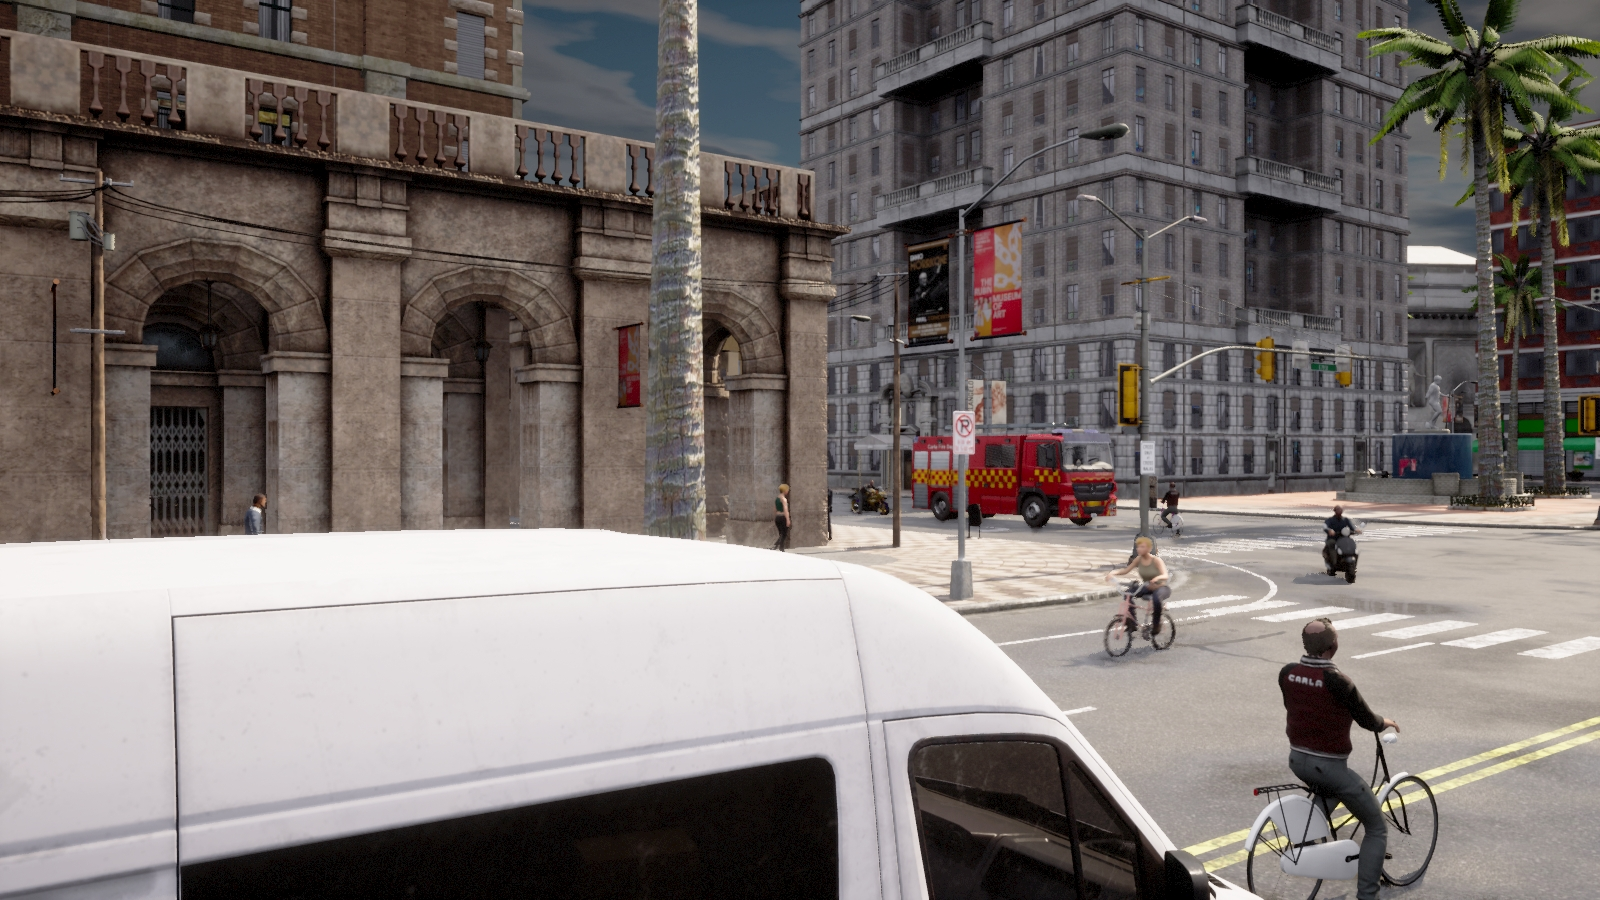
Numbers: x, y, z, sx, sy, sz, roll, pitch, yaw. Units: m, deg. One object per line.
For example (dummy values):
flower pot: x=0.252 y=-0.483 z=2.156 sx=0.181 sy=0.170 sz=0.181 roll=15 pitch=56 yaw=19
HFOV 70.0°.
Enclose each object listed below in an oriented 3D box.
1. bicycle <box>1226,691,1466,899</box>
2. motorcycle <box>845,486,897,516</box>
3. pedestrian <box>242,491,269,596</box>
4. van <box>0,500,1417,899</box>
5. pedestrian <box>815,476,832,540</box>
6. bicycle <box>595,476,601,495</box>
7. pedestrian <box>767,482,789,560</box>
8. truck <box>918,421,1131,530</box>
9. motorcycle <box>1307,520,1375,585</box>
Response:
bicycle: x=3.417 y=2.210 z=7.085 sx=1.835 sy=1.171 sz=0.329 roll=0 pitch=0 yaw=-29
motorcycle: x=3.065 y=2.205 z=49.743 sx=2.209 sy=1.251 sz=0.867 roll=0 pitch=0 yaw=44
pedestrian: x=-9.931 y=1.696 z=20.837 sx=0.375 sy=1.860 sz=0.375 roll=0 pitch=0 yaw=-35
van: x=-0.760 y=1.534 z=3.254 sx=5.915 sy=2.561 sz=1.988 roll=0 pitch=0 yaw=-35
pedestrian: x=0.699 y=1.696 z=33.448 sx=0.375 sy=1.860 sz=0.375 roll=0 pitch=0 yaw=-22
bicycle: x=-12.612 y=2.210 z=71.312 sx=0.329 sy=1.171 sz=1.835 roll=0 pitch=0 yaw=-13
pedestrian: x=-0.530 y=1.698 z=27.456 sx=0.375 sy=1.860 sz=0.375 roll=0 pitch=0 yaw=-35
truck: x=8.452 y=0.890 z=44.320 sx=2.891 sy=3.827 sz=8.468 roll=0 pitch=0 yaw=-35
motorcycle: x=11.667 y=2.182 z=24.685 sx=0.856 sy=1.236 sz=1.805 roll=0 pitch=0 yaw=9
